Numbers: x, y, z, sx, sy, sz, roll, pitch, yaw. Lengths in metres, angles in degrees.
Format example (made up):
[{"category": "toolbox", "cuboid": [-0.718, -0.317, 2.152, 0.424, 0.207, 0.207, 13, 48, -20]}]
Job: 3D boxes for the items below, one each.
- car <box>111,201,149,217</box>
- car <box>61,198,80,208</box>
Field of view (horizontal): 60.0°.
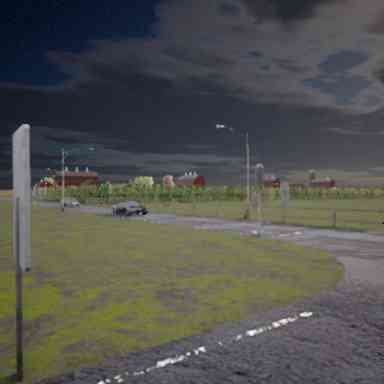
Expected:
[{"category": "car", "cuboid": [-6.261, 1.626, 32.922, 2.033, 1.411, 5.357, -1, 0, -36]}, {"category": "car", "cuboid": [-18.393, 1.606, 50.130, 2.128, 1.511, 4.902, -1, 0, -35]}]
